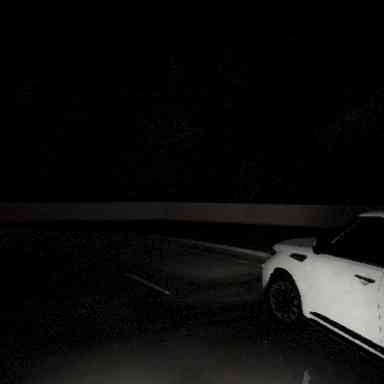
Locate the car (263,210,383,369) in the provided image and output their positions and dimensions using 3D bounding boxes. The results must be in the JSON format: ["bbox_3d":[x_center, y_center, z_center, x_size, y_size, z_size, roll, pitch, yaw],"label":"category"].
[{"bbox_3d":[2.943,1.174,3.876,2.150,2.045,5.566,0,0,-16],"label":"car"}]
